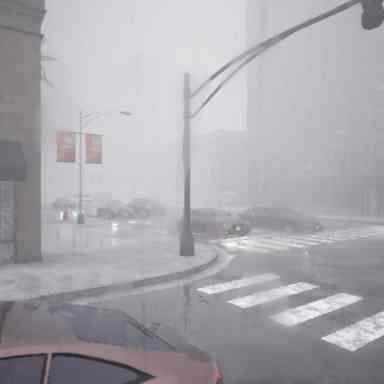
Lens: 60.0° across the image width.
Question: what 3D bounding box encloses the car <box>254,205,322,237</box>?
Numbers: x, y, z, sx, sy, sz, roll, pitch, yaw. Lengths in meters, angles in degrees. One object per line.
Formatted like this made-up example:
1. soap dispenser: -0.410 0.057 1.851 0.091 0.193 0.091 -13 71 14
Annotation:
1. car: 4.634 1.482 18.195 1.837 1.490 4.892 0 0 -39

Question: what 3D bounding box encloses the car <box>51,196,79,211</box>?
1. car: -15.503 1.539 40.233 1.895 1.301 4.718 0 0 -35

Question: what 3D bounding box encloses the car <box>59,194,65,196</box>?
1. car: -25.103 1.241 64.986 2.097 1.767 4.553 0 0 -36

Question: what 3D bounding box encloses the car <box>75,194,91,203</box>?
1. car: -21.522 1.237 65.472 2.097 1.767 4.553 0 0 -32

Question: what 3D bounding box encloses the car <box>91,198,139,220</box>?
1. car: -6.489 1.486 27.664 1.812 1.442 4.674 0 0 -36

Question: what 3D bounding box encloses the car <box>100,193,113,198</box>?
1. car: -15.481 1.122 57.181 2.150 2.045 5.566 0 0 -36

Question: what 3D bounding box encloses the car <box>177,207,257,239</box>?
1. car: 1.016 1.545 17.248 1.994 1.385 4.181 0 0 -36

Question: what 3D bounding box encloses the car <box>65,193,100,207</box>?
1. car: -14.831 1.152 44.869 2.150 2.045 5.566 0 0 -36

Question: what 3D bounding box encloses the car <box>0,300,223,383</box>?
1. car: -1.738 1.564 2.092 4.181 1.385 1.994 0 0 -36

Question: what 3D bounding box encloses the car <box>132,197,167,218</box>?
1. car: -4.087 1.306 29.903 2.097 1.767 4.553 0 0 -36
